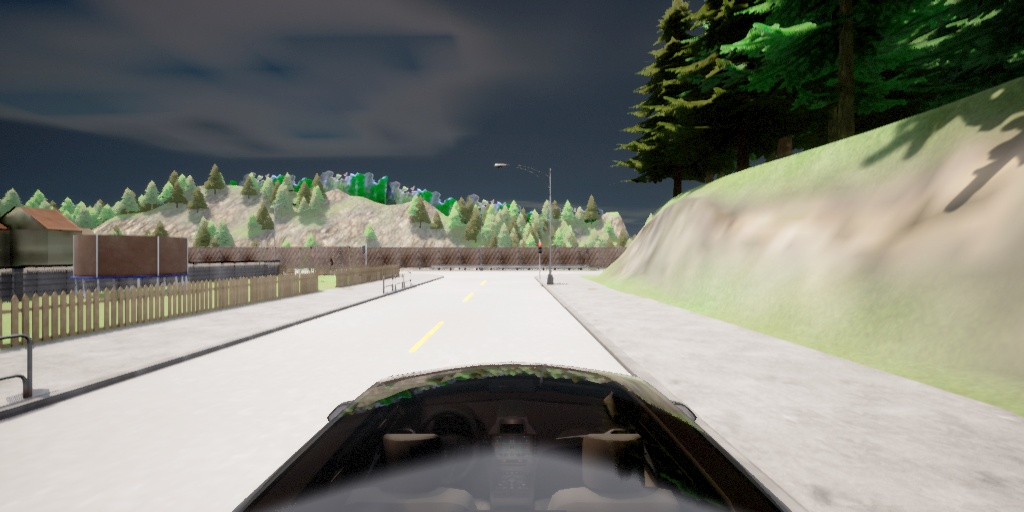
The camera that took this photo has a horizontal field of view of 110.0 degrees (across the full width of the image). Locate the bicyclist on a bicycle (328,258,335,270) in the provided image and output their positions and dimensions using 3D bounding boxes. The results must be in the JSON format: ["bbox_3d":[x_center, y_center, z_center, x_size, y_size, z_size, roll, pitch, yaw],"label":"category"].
[{"bbox_3d":[-24.270,1.073,48.221,0.582,1.620,1.656,0,0,0],"label":"bicyclist on a bicycle"}]
